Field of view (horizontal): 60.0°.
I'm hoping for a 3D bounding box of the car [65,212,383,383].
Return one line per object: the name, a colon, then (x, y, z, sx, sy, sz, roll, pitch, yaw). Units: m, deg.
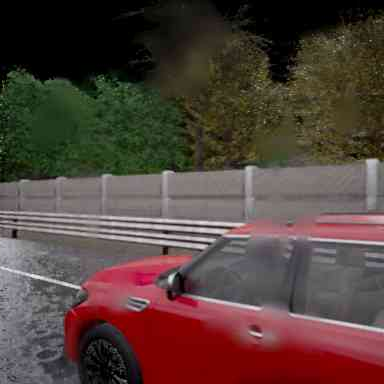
car: (1.158, 1.225, 3.166, 5.566, 2.045, 2.150, 0, 0, 35)
